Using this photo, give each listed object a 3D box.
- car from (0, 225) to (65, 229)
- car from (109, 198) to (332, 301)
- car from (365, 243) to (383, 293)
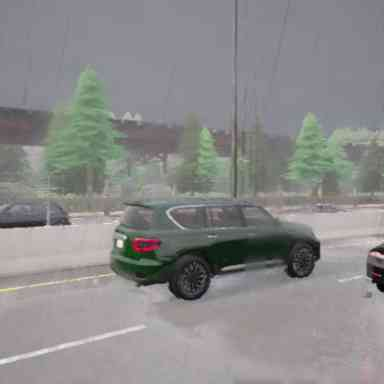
[{"bbox_3d":[-8.023,1.214,15.276,4.553,1.767,2.097,0,1,-33],"label":"car"},{"bbox_3d":[0.767,1.169,8.371,5.566,2.045,2.150,0,0,-32],"label":"car"},{"bbox_3d":[5.886,1.467,7.268,4.902,1.511,2.128,0,0,-30],"label":"car"}]
